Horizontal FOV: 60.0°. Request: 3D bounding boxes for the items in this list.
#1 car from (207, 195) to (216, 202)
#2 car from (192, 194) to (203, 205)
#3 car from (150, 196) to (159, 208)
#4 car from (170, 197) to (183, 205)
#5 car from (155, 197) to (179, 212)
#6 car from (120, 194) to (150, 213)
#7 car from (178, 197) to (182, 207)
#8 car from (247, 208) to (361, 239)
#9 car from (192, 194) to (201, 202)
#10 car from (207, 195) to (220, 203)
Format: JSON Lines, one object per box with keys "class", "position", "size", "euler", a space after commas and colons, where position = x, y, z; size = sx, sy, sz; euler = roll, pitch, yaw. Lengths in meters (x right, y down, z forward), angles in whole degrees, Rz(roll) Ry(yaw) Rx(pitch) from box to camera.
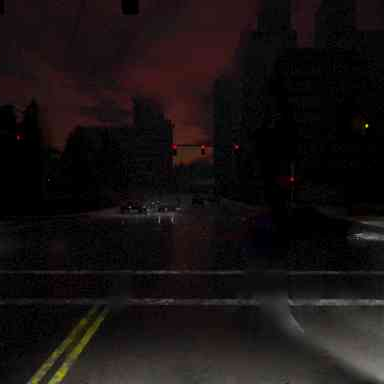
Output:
{"class": "car", "position": [4.573, 1.461, 77.121], "size": [1.882, 1.535, 5.008], "euler": [0, 0, 1]}
{"class": "car", "position": [1.021, 1.550, 60.089], "size": [1.994, 1.385, 4.181], "euler": [0, 0, 1]}
{"class": "car", "position": [-6.295, 1.481, 46.945], "size": [2.128, 1.511, 4.902], "euler": [0, 0, 1]}
{"class": "car", "position": [-2.676, 1.535, 58.300], "size": [2.033, 1.411, 5.357], "euler": [0, 0, 1]}
{"class": "car", "position": [-2.866, 1.592, 39.174], "size": [1.895, 1.301, 4.718], "euler": [0, 0, 1]}
{"class": "car", "position": [-6.386, 1.213, 37.064], "size": [2.150, 2.045, 5.566], "euler": [0, 0, 1]}
{"class": "car", "position": [-2.785, 1.553, 47.976], "size": [1.994, 1.385, 4.181], "euler": [0, 0, 1]}
{"class": "car", "position": [5.508, 1.544, 16.811], "size": [5.357, 1.411, 2.033], "euler": [0, 0, 0]}
{"class": "car", "position": [1.071, 1.338, 76.914], "size": [2.097, 1.767, 4.553], "euler": [0, 0, 1]}
{"class": "car", "position": [4.589, 1.533, 67.299], "size": [2.033, 1.411, 5.357], "euler": [0, 0, 1]}
